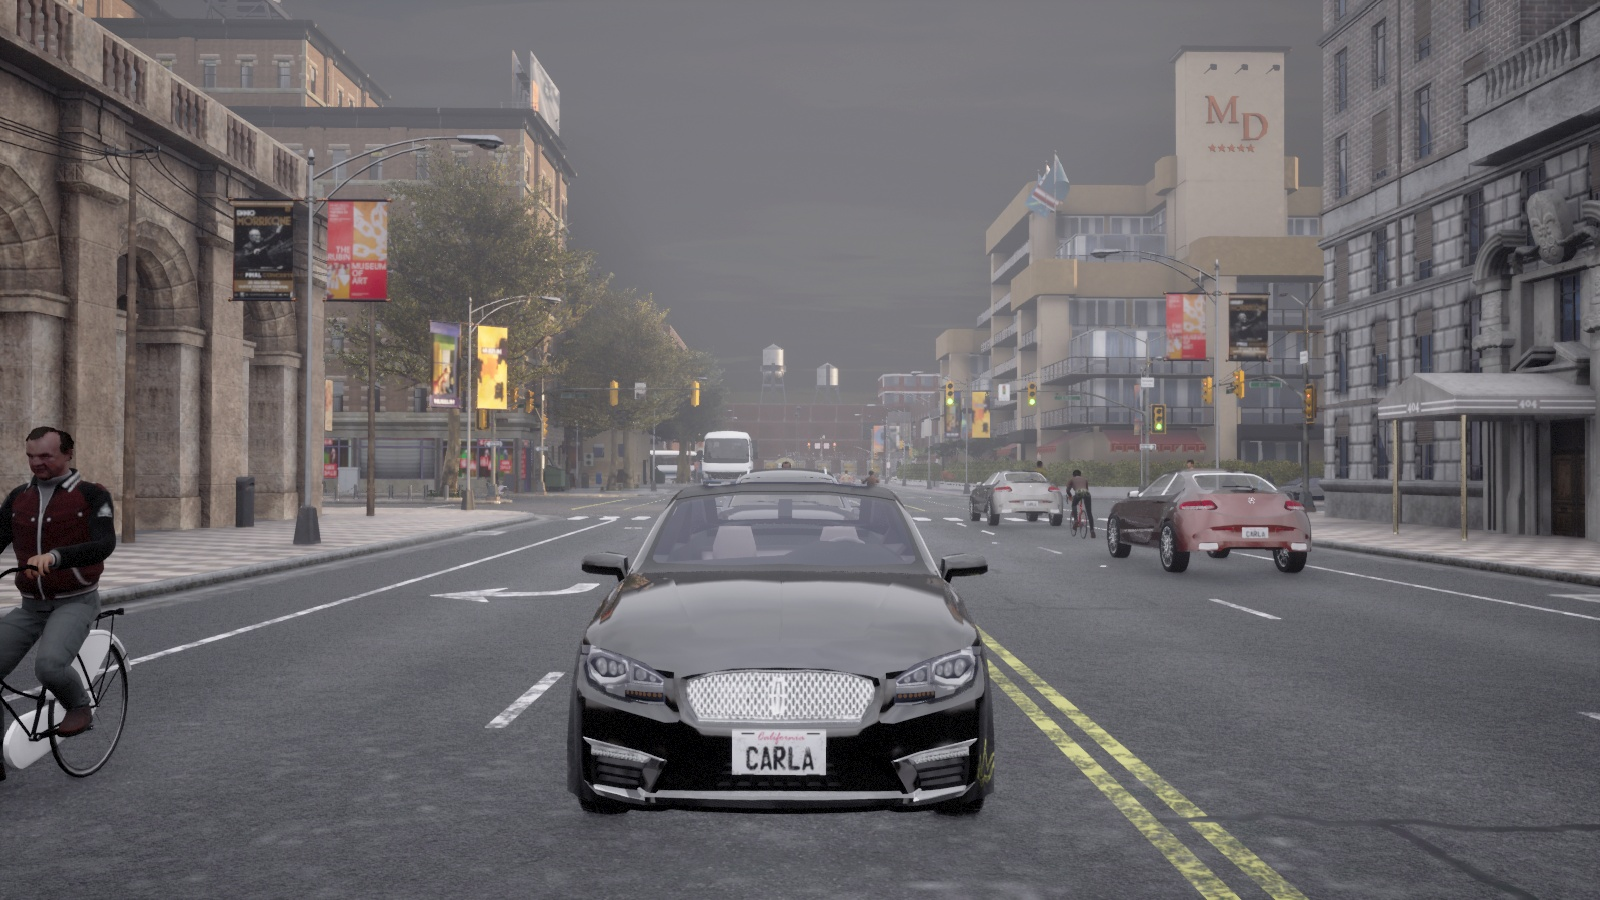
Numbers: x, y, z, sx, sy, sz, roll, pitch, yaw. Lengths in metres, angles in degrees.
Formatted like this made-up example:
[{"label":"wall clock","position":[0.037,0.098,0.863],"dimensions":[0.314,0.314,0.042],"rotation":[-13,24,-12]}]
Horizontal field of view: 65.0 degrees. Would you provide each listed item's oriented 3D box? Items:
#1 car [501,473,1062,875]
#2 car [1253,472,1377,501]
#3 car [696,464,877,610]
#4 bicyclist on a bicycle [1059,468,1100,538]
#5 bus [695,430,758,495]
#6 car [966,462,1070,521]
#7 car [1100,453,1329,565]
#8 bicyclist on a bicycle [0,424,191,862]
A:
[{"label":"car","position":[-0.075,0.892,7.228],"dimensions":[2.128,1.511,4.902],"rotation":[0,-1,0]},{"label":"car","position":[25.783,1.814,63.007],"dimensions":[5.357,1.411,2.033],"rotation":[0,-1,-1]},{"label":"car","position":[-0.165,1.024,16.622],"dimensions":[2.033,1.649,4.856],"rotation":[0,-1,0]},{"label":"bicyclist on a bicycle","position":[6.647,1.242,29.931],"dimensions":[0.582,1.620,1.656],"rotation":[0,-1,-1]},{"label":"bus","position":[-4.931,0.914,86.961],"dimensions":[3.944,4.253,10.273],"rotation":[0,-1,-1]},{"label":"car","position":[6.495,1.203,37.972],"dimensions":[2.152,1.651,5.027],"rotation":[0,-1,-1]},{"label":"car","position":[6.791,0.922,21.273],"dimensions":[2.152,1.651,5.027],"rotation":[0,-1,-1]},{"label":"bicyclist on a bicycle","position":[-3.575,0.796,5.776],"dimensions":[0.659,1.776,1.843],"rotation":[0,-1,0]}]
